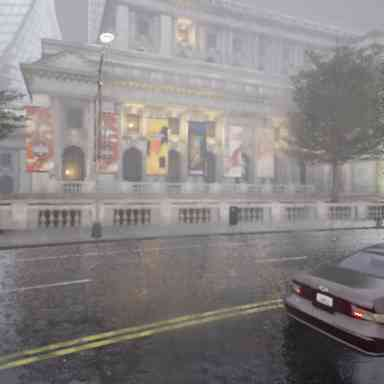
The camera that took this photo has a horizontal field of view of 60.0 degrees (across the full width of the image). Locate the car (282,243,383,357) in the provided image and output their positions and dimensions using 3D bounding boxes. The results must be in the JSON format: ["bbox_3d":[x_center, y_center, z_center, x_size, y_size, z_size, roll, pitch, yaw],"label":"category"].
[{"bbox_3d":[4.151,1.570,5.675,5.357,1.411,2.033,0,0,-24],"label":"car"}]
